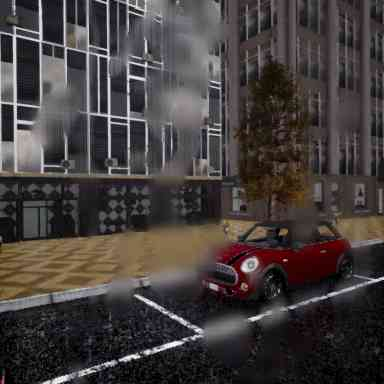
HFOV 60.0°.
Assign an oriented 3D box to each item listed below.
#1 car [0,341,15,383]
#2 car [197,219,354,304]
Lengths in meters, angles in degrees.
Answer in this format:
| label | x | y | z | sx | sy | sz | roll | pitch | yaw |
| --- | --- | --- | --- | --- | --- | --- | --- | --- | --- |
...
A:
| label | x | y | z | sx | sy | sz | roll | pitch | yaw |
| --- | --- | --- | --- | --- | --- | --- | --- | --- | --- |
| car | -3.269 | 1.492 | 1.047 | 4.902 | 1.511 | 2.128 | 0 | 0 | -36 |
| car | 2.067 | 1.439 | 8.043 | 4.097 | 1.590 | 1.967 | 0 | -1 | -35 |
